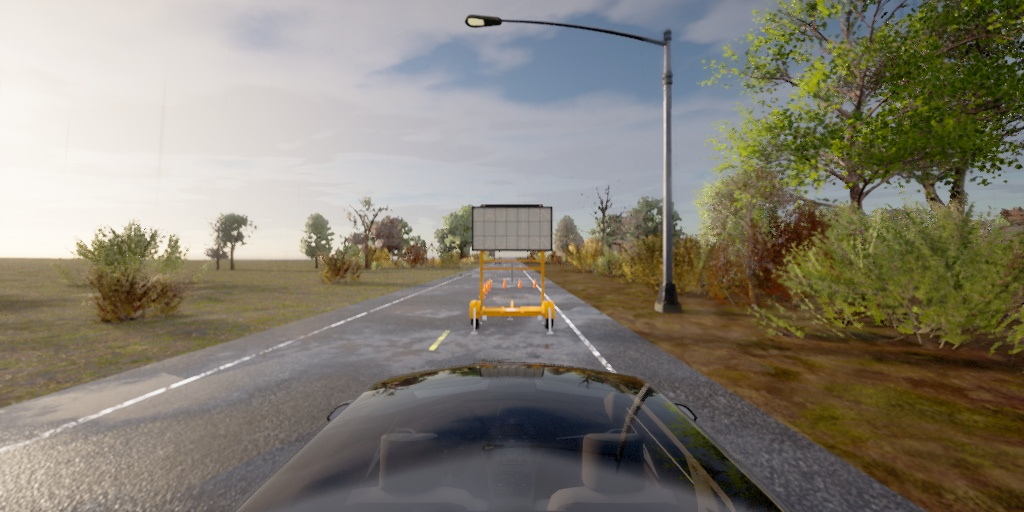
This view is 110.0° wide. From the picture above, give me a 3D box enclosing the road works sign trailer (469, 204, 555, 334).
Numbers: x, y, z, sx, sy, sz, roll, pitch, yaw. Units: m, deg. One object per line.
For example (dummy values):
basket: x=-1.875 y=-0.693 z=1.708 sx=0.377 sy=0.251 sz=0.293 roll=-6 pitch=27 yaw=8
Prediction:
road works sign trailer: x=0.006 y=0.260 z=10.783 sx=2.380 sy=3.560 sz=2.880 roll=0 pitch=0 yaw=0
